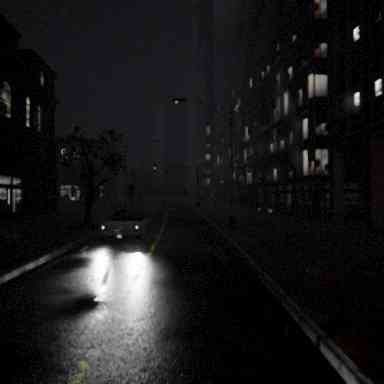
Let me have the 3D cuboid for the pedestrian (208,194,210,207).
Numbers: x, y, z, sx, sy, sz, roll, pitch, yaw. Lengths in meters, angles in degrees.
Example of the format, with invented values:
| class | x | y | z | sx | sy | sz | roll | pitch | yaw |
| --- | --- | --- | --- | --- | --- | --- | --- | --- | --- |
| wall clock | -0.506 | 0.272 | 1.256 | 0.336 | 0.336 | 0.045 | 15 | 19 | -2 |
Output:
| class | x | y | z | sx | sy | sz | roll | pitch | yaw |
| --- | --- | --- | --- | --- | --- | --- | --- | --- | --- |
| pedestrian | 2.316 | 1.163 | 46.130 | 0.375 | 1.860 | 0.375 | 1 | -1 | -5 |

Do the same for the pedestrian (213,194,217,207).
| class | x | y | z | sx | sy | sz | roll | pitch | yaw |
| --- | --- | --- | --- | --- | --- | --- | --- | --- | --- |
| pedestrian | 3.256 | 1.175 | 46.819 | 0.375 | 1.860 | 0.375 | 1 | -1 | -5 |

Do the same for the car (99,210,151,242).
| class | x | y | z | sx | sy | sz | roll | pitch | yaw |
| --- | --- | --- | --- | --- | --- | --- | --- | --- | --- |
| car | -3.177 | 1.608 | 16.482 | 1.895 | 1.301 | 4.718 | 0 | 0 | -2 |

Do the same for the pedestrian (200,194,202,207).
| class | x | y | z | sx | sy | sz | roll | pitch | yaw |
| --- | --- | --- | --- | --- | --- | --- | --- | --- | --- |
| pedestrian | 1.209 | 1.157 | 47.232 | 0.375 | 1.860 | 0.375 | 1 | -1 | -5 |
